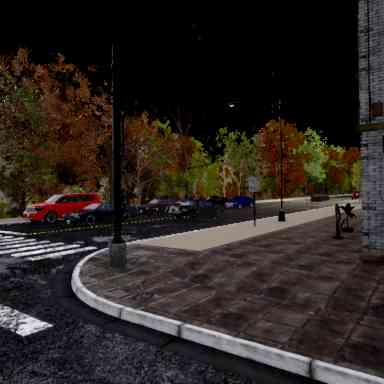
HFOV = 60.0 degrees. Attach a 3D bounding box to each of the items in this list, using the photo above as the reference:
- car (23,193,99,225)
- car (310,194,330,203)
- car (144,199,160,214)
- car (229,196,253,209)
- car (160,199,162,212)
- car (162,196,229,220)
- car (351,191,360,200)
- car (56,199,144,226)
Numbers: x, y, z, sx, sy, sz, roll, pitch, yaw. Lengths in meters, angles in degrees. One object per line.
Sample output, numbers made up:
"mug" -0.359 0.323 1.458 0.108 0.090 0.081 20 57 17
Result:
"car" -9.127 1.129 24.060 2.150 2.045 5.566 -1 0 36
"car" 20.410 0.947 52.918 2.033 1.411 5.357 -1 0 36
"car" -3.048 1.350 32.315 2.033 1.411 5.357 -1 0 37
"car" 5.503 1.182 38.454 1.812 1.442 4.674 -1 0 36
"car" -0.368 1.262 30.482 1.837 1.490 4.892 -1 0 36
"car" 0.406 1.293 25.712 2.033 1.411 5.357 -1 0 36
"car" 31.442 0.564 62.434 2.097 1.767 4.553 -1 0 36
"car" -6.086 1.404 22.704 2.033 1.411 5.357 -1 0 36
